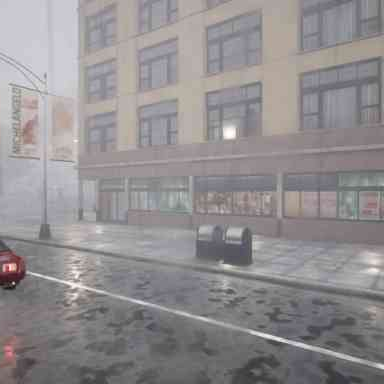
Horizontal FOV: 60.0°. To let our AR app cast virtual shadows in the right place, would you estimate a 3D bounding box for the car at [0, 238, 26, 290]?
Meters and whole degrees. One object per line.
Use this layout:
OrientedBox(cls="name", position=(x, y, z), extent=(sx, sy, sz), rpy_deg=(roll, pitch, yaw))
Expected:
OrientedBox(cls="car", position=(-5.720, 1.601, 8.156), extent=(1.895, 1.301, 4.718), rpy_deg=(0, 0, -42))
